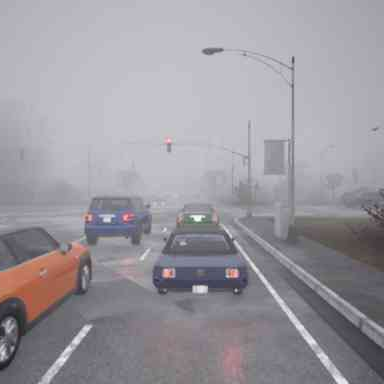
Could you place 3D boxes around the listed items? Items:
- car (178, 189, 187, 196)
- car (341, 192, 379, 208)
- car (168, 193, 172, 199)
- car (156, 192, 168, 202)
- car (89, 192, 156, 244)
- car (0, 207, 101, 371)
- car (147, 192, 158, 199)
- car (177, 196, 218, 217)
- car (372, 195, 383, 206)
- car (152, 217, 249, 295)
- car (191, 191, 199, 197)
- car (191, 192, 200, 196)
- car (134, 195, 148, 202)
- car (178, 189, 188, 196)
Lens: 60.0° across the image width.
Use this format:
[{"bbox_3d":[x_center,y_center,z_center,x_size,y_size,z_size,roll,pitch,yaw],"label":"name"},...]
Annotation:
[{"bbox_3d":[-2.393,0.788,84.499,2.128,1.511,4.902,0,1,0],"label":"car"},{"bbox_3d":[21.756,0.976,41.769,5.566,2.045,2.150,0,0,-2],"label":"car"},{"bbox_3d":[-5.950,0.859,79.412,1.882,1.535,5.008,0,1,1],"label":"car"},{"bbox_3d":[-6.210,1.134,63.538,1.812,1.442,4.674,0,1,1],"label":"car"},{"bbox_3d":[-3.240,1.148,15.504,2.150,2.045,5.566,0,0,1],"label":"car"},{"bbox_3d":[-3.338,1.330,5.805,2.097,1.767,4.553,0,0,0],"label":"car"},{"bbox_3d":[-9.452,0.861,79.293,1.882,1.535,5.008,0,1,1],"label":"car"},{"bbox_3d":[0.290,1.265,17.573,2.097,1.767,4.553,0,0,1],"label":"car"},{"bbox_3d":[24.284,1.325,38.376,5.357,1.411,2.033,0,0,-2],"label":"car"},{"bbox_3d":[0.180,1.566,8.584,1.895,1.301,4.718,0,0,0],"label":"car"},{"bbox_3d":[0.862,0.555,94.808,1.994,1.385,4.181,0,2,-4],"label":"car"},{"bbox_3d":[1.108,0.797,84.385,2.128,1.511,4.902,0,1,0],"label":"car"},{"bbox_3d":[-9.709,1.210,63.375,1.895,1.301,4.718,0,0,1],"label":"car"},{"bbox_3d":[-2.636,0.140,94.635,2.150,2.045,5.566,0,2,-7],"label":"car"}]
